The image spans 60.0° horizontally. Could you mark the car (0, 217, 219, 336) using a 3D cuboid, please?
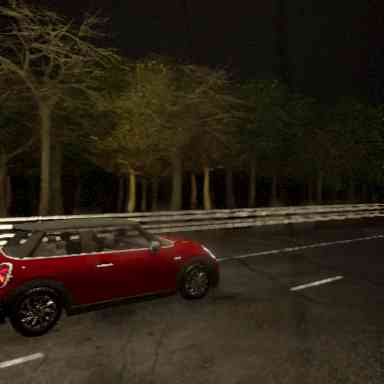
[{"bbox_3d":[-1.625,1.326,6.848,4.553,1.767,2.097,0,0,-35],"label":"car"}]
